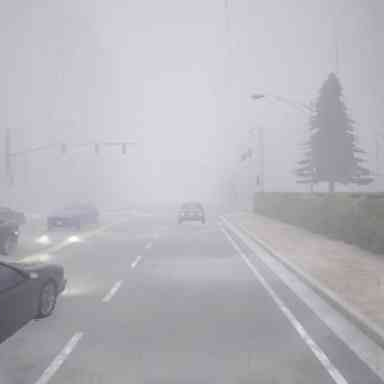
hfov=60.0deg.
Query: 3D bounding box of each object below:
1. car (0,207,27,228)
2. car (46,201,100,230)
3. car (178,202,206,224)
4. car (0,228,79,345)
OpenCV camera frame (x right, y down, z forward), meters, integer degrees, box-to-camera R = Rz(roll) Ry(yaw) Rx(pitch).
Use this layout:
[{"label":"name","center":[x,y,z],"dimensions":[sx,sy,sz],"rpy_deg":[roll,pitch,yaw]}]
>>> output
[{"label":"car","center":[-7.090,1.430,9.975],"dimensions":[2.128,1.511,4.902],"rpy_deg":[0,0,0]},{"label":"car","center":[-7.009,1.358,20.104],"dimensions":[1.882,1.535,5.008],"rpy_deg":[0,0,0]},{"label":"car","center":[-0.003,1.404,23.230],"dimensions":[2.033,1.411,5.357],"rpy_deg":[0,0,0]},{"label":"car","center":[-3.403,1.520,4.180],"dimensions":[2.033,1.411,5.357],"rpy_deg":[0,0,0]}]
